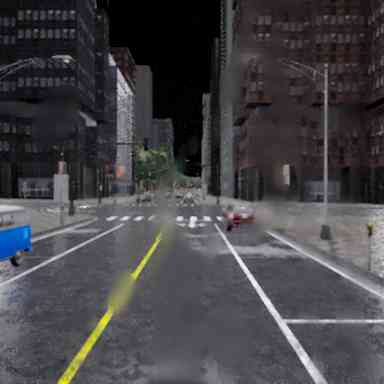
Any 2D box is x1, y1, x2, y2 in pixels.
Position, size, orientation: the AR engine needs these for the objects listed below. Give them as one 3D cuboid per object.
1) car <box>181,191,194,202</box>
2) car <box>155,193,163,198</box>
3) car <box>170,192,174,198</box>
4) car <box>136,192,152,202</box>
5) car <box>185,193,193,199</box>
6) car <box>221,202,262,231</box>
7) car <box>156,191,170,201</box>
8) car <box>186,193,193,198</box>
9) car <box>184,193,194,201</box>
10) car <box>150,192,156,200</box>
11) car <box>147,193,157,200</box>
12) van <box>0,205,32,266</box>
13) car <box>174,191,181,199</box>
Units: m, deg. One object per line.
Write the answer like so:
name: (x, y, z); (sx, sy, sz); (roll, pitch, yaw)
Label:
car: (-0.554, 1.044, 60.861); (1.967, 1.590, 4.097); (0, 0, 0)
car: (-9.257, 1.048, 93.373); (1.802, 1.307, 4.206); (0, 0, 0)
car: (-6.454, 0.981, 86.455); (1.837, 1.490, 4.892); (0, 0, 0)
car: (-9.079, 1.169, 60.817); (1.947, 1.339, 4.313); (0, 0, 0)
car: (-0.673, 1.055, 82.560); (1.887, 1.381, 4.507); (0, 0, 0)
car: (2.775, 1.310, 19.465); (1.967, 1.590, 4.097); (0, 0, 0)
car: (-6.364, 1.041, 70.039); (1.882, 1.535, 5.008); (0, 0, 0)
car: (-0.733, 0.991, 93.580); (1.752, 1.417, 4.829); (0, 0, 0)
car: (-0.584, 1.020, 66.285); (1.967, 1.590, 4.097); (0, 0, 0)
car: (-9.109, 0.895, 66.242); (2.192, 1.841, 5.009); (0, 0, 0)
car: (-9.167, 1.059, 76.924); (1.752, 1.417, 4.829); (0, 0, 0)
van: (-5.758, 1.283, 8.587); (1.690, 1.788, 3.998); (0, 0, 0)
car: (-3.460, 1.084, 87.471); (1.895, 1.301, 4.718); (0, 0, 0)
